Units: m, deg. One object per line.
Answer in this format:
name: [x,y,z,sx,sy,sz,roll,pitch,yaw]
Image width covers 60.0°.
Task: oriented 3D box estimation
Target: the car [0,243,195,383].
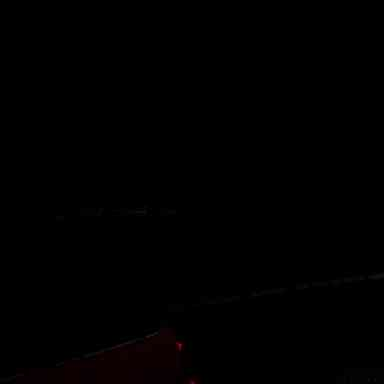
car: [-2.222,1.315,2.126,4.553,1.767,2.097,1,0,-34]
